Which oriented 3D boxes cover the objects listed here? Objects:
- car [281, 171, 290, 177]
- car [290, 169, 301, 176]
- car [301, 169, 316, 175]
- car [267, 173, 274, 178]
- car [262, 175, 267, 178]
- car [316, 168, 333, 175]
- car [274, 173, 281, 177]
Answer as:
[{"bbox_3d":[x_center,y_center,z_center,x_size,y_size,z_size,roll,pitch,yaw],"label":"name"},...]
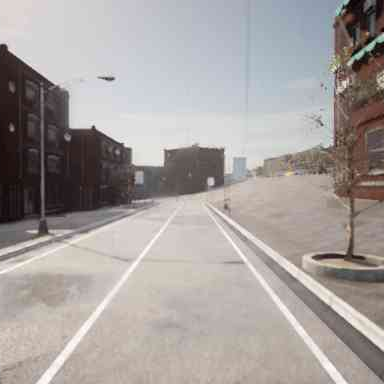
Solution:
[{"bbox_3d":[22.449,-3.919,75.014,2.097,1.535,5.008,0,1,-4],"label":"car"},{"bbox_3d":[22.917,-3.933,69.508,2.185,1.767,4.553,0,1,-5],"label":"car"},{"bbox_3d":[23.537,-3.662,63.818,2.163,1.488,4.792,0,1,-6],"label":"car"},{"bbox_3d":[21.863,-4.139,86.092,2.231,1.521,4.892,0,1,-1],"label":"car"},{"bbox_3d":[21.735,-4.228,91.610,2.231,1.521,4.892,0,1,-1],"label":"car"},{"bbox_3d":[24.239,-3.540,58.344,2.002,1.452,4.674,0,1,-7],"label":"car"},{"bbox_3d":[22.097,-3.992,80.551,2.002,1.452,4.674,0,1,-2],"label":"car"}]
